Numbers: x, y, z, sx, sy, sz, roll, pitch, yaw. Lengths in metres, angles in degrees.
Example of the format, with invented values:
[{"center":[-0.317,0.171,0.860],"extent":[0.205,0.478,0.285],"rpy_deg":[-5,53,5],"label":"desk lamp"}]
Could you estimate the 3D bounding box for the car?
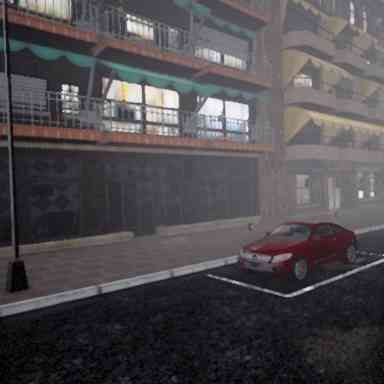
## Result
[{"center":[3.109,1.457,9.329],"extent":[4.206,1.307,1.802],"rpy_deg":[-2,0,-40],"label":"car"}]
